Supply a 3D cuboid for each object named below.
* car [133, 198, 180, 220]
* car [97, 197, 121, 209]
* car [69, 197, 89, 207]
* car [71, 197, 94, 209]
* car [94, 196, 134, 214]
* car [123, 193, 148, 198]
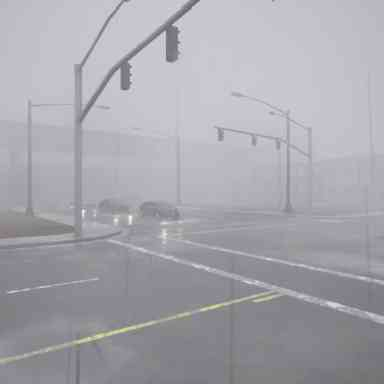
[{"bbox_3d":[-2.903,1.505,28.414,1.837,1.490,4.892,0,0,-36],"label":"car"},{"bbox_3d":[-11.741,1.526,46.999,1.812,1.442,4.674,0,0,-33],"label":"car"},{"bbox_3d":[-18.322,1.547,54.154,2.033,1.411,5.357,0,0,-8],"label":"car"},{"bbox_3d":[-14.279,1.526,44.276,1.812,1.442,4.674,0,0,-32],"label":"car"},{"bbox_3d":[-8.481,1.478,35.987,1.882,1.535,5.008,0,0,-36],"label":"car"},{"bbox_3d":[-12.206,1.223,69.422,2.150,2.045,5.566,0,0,30],"label":"car"}]
